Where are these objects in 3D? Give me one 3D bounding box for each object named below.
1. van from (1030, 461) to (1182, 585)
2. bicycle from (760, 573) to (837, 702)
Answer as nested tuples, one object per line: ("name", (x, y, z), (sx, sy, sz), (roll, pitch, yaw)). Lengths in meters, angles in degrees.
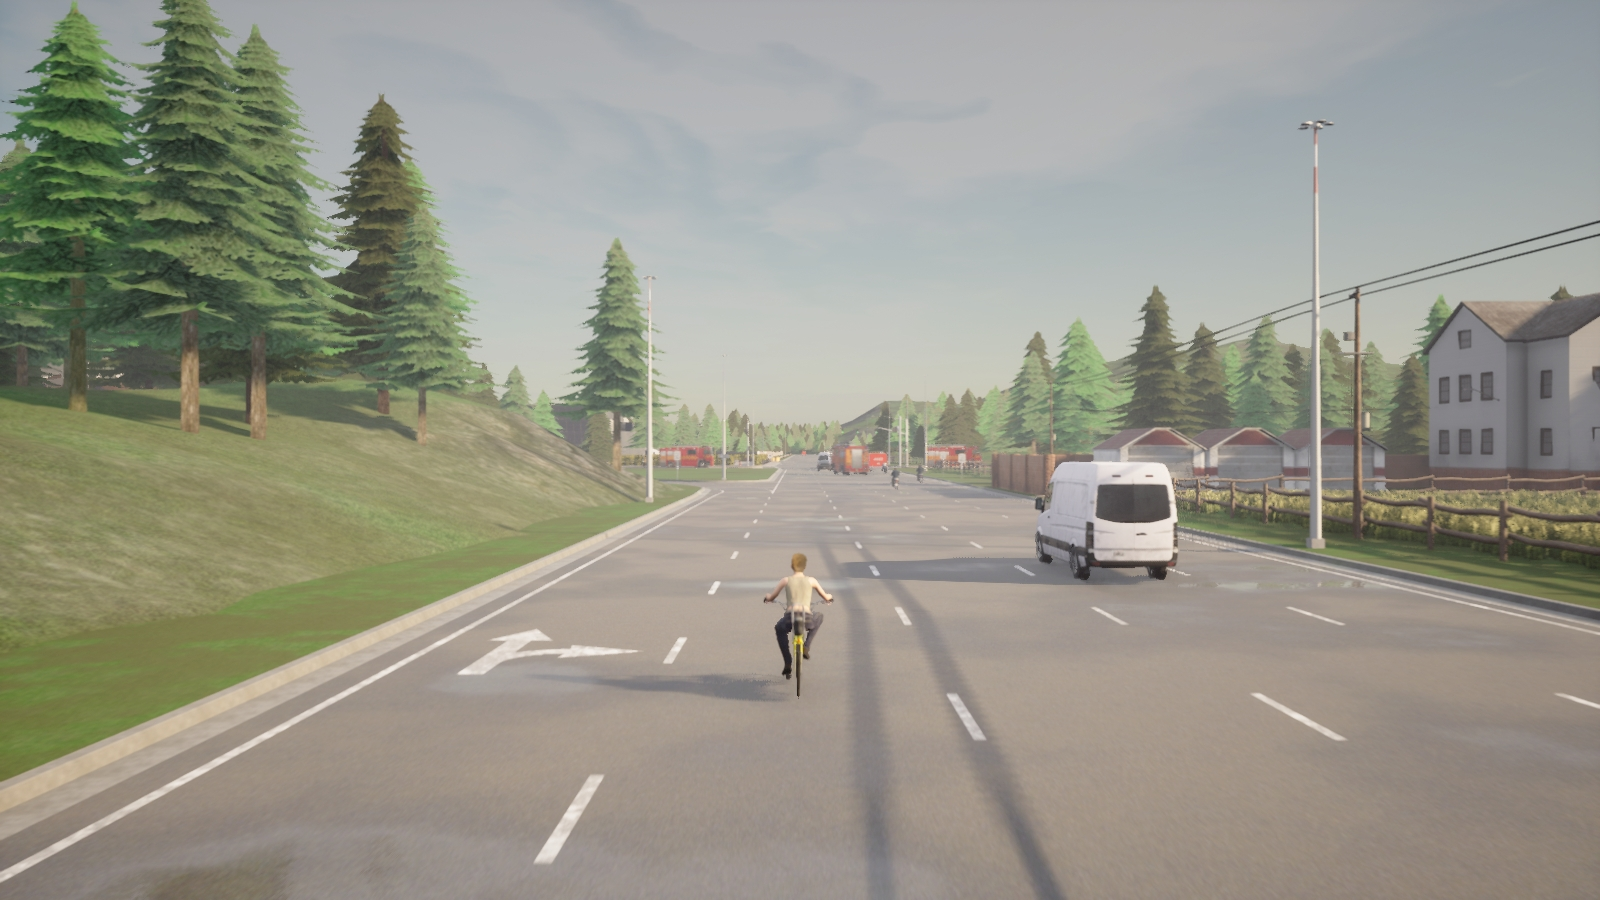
("van", (7.000, 1.553, 26.846), (1.988, 2.561, 5.915), (0, 0, 0))
("bicycle", (-0.017, 2.168, 13.481), (0.859, 1.276, 1.487), (0, 0, 0))
